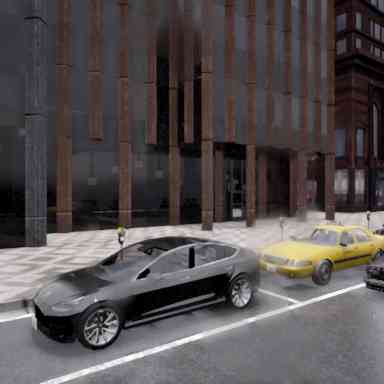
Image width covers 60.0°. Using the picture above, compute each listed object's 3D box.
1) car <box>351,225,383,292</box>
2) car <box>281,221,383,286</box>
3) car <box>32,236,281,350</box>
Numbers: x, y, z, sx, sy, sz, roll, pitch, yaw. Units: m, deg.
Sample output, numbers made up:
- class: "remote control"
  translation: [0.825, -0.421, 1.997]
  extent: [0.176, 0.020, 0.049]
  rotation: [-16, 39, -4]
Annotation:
- class: "car"
  translation: [6.210, 1.547, 7.798]
  extent: [5.357, 1.411, 2.033]
  rotation: [0, 0, -35]
- class: "car"
  translation: [3.872, 1.525, 9.402]
  extent: [4.829, 1.417, 1.752]
  rotation: [0, 0, -35]
- class: "car"
  translation: [-0.581, 1.566, 6.232]
  extent: [4.313, 1.339, 1.947]
  rotation: [0, 0, -35]
